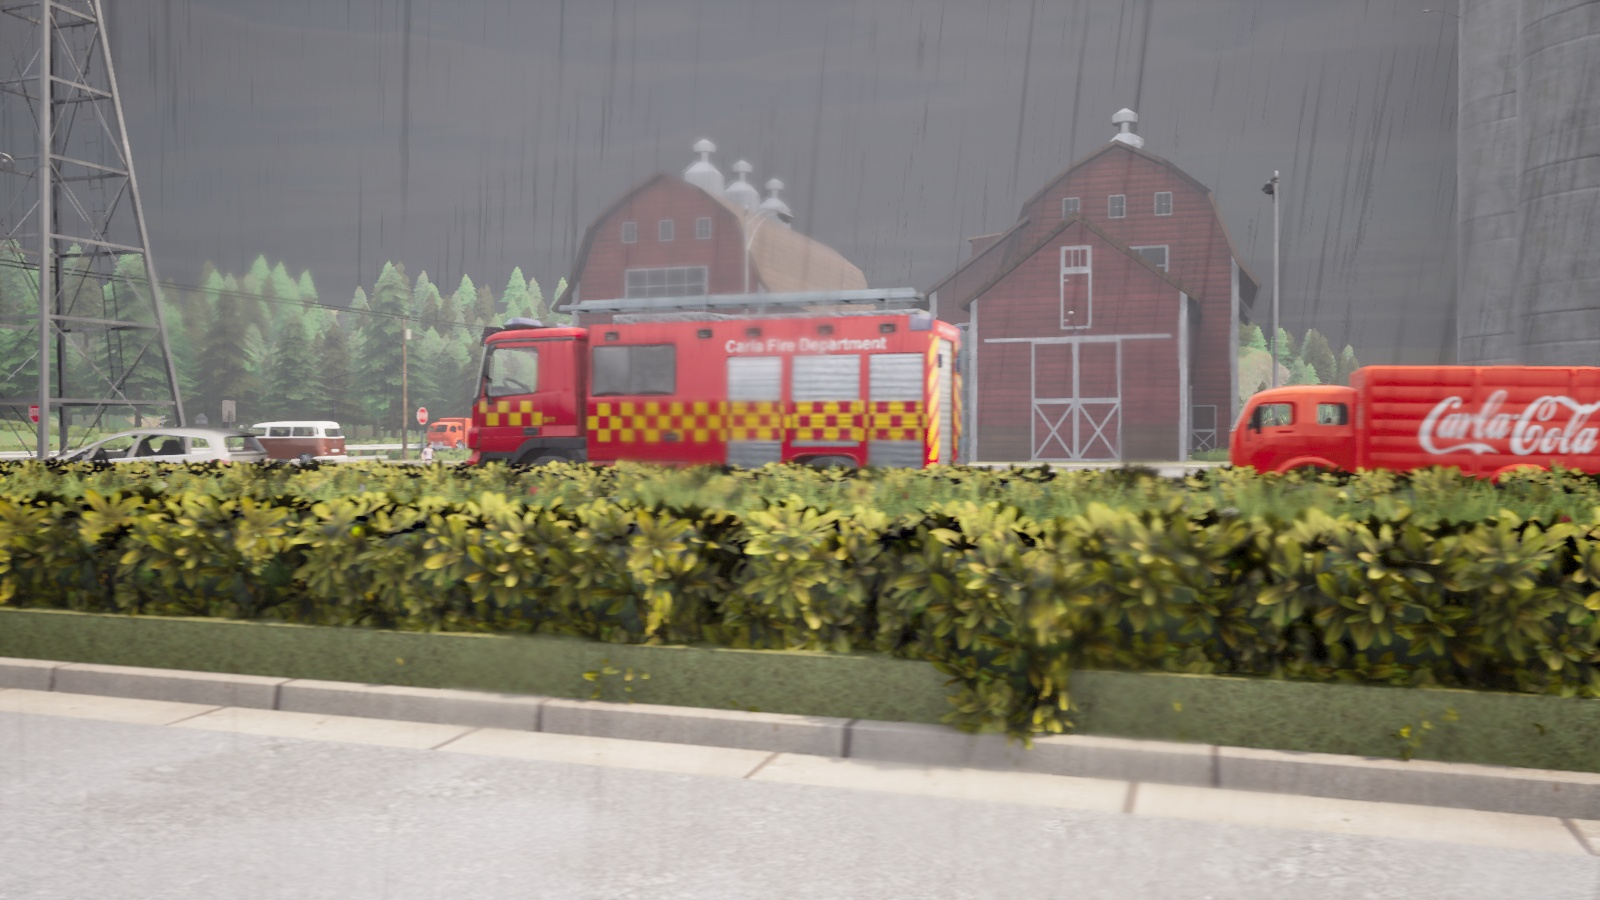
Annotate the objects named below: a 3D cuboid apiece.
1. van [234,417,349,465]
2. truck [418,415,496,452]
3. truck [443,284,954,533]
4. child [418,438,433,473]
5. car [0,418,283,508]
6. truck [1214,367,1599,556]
[{"bbox_3d":[-22.641,-0.428,55.961,4.480,2.038,2.069,1,1,18],"label":"van"},{"bbox_3d":[-23.330,-1.119,85.595,2.627,2.467,5.204,1,1,19],"label":"truck"},{"bbox_3d":[-1.778,-0.697,22.009,8.468,3.827,2.891,1,1,18],"label":"truck"},{"bbox_3d":[-12.080,0.168,40.502,0.394,1.110,0.255,1,1,31],"label":"child"},{"bbox_3d":[-13.007,0.224,24.866,4.611,1.667,2.242,0,1,3],"label":"car"},{"bbox_3d":[8.889,0.090,18.505,5.204,2.467,2.627,2,1,19],"label":"truck"}]
